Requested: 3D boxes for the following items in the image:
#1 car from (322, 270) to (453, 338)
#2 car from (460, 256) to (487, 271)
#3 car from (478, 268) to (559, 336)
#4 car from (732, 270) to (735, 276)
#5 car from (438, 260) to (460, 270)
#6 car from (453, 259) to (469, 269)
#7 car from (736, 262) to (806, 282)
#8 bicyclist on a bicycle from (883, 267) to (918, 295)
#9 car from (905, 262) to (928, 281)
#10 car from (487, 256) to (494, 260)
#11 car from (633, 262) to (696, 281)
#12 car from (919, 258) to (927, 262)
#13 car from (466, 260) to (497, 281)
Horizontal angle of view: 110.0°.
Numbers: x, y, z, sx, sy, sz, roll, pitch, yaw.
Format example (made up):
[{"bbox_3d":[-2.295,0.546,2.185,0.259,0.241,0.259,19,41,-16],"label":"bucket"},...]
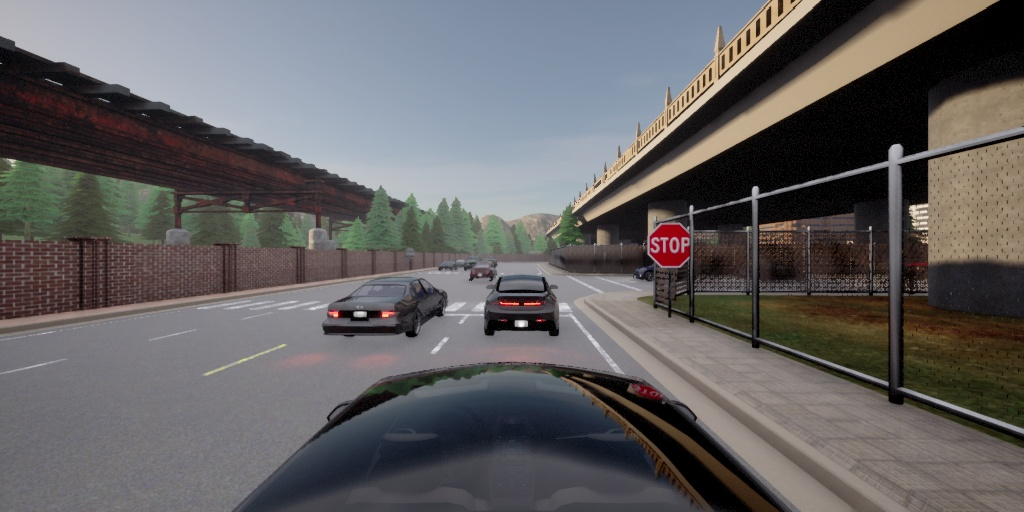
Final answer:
[{"bbox_3d":[-3.193,1.297,10.201,2.033,1.411,5.357,0,0,1],"label":"car"},{"bbox_3d":[-5.107,0.971,48.782,2.150,2.045,5.566,0,0,3],"label":"car"},{"bbox_3d":[0.291,1.255,10.381,1.837,1.490,4.892,0,0,2],"label":"car"},{"bbox_3d":[22.316,1.254,32.016,4.892,1.490,1.837,0,0,2],"label":"car"},{"bbox_3d":[-8.609,1.297,48.759,2.033,1.411,5.357,0,0,3],"label":"car"},{"bbox_3d":[-8.196,1.276,57.919,1.812,1.442,4.674,0,0,3],"label":"car"},{"bbox_3d":[20.801,1.314,28.564,4.181,1.385,1.994,0,0,2],"label":"car"},{"bbox_3d":[19.085,1.051,17.639,0.582,1.620,1.656,0,0,2],"label":"bicyclist on a bicycle"},{"bbox_3d":[33.964,1.350,28.107,4.718,1.301,1.895,0,0,2],"label":"car"},{"bbox_3d":[-4.673,1.102,58.421,2.097,1.767,4.553,0,0,3],"label":"car"},{"bbox_3d":[12.166,1.102,28.868,4.553,1.767,2.097,0,0,2],"label":"car"},{"bbox_3d":[37.824,0.972,31.466,5.566,2.045,2.150,0,0,2],"label":"car"},{"bbox_3d":[-2.347,1.276,30.003,1.812,1.442,4.674,0,0,3],"label":"car"}]
